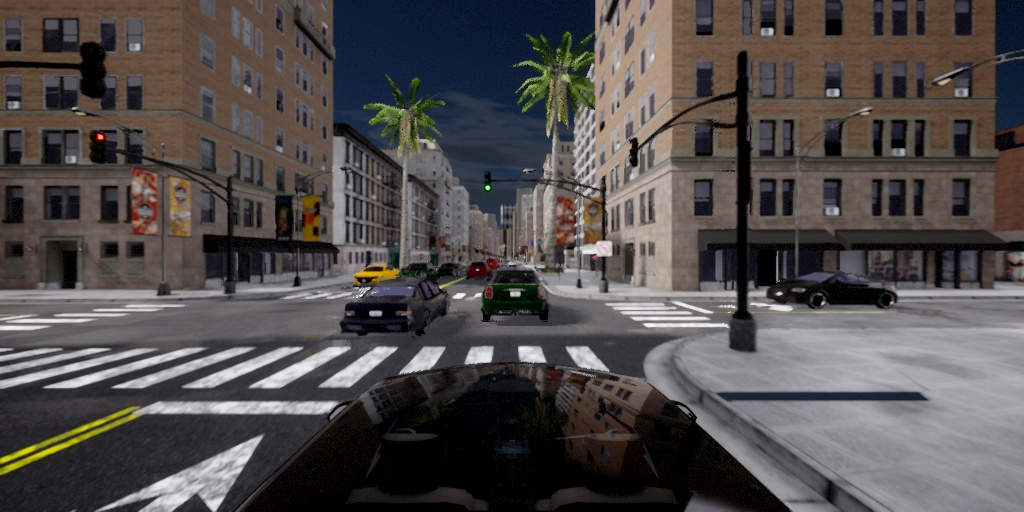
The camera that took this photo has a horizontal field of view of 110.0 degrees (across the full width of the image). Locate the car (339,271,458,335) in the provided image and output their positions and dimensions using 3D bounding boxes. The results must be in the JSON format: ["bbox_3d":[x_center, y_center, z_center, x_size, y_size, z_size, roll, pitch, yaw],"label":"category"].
[{"bbox_3d":[-3.155,1.369,10.797,2.033,1.411,5.357,0,0,0],"label":"car"}]

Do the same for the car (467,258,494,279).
[{"bbox_3d":[-3.151,1.320,35.126,2.097,1.767,4.553,0,0,0],"label":"car"}]

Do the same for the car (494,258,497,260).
[{"bbox_3d":[-3.228,1.351,58.254,2.150,2.045,5.566,0,0,1],"label":"car"}]

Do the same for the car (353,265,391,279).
[{"bbox_3d":[-9.850,1.386,26.347,1.882,1.535,5.008,0,0,0],"label":"car"}]

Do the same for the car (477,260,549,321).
[{"bbox_3d":[0.097,1.162,12.891,2.097,1.767,4.553,0,0,0],"label":"car"}]

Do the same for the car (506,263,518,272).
[{"bbox_3d":[-0.002,1.715,56.557,1.895,1.301,4.718,0,0,0],"label":"car"}]

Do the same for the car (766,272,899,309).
[{"bbox_3d":[12.808,1.336,14.523,4.181,1.385,1.994,0,0,0],"label":"car"}]

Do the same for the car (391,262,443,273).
[{"bbox_3d":[-6.595,1.254,25.337,2.097,1.767,4.553,0,0,0],"label":"car"}]

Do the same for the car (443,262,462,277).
[{"bbox_3d":[-6.592,1.488,37.218,1.837,1.490,4.892,0,-1,0],"label":"car"}]
